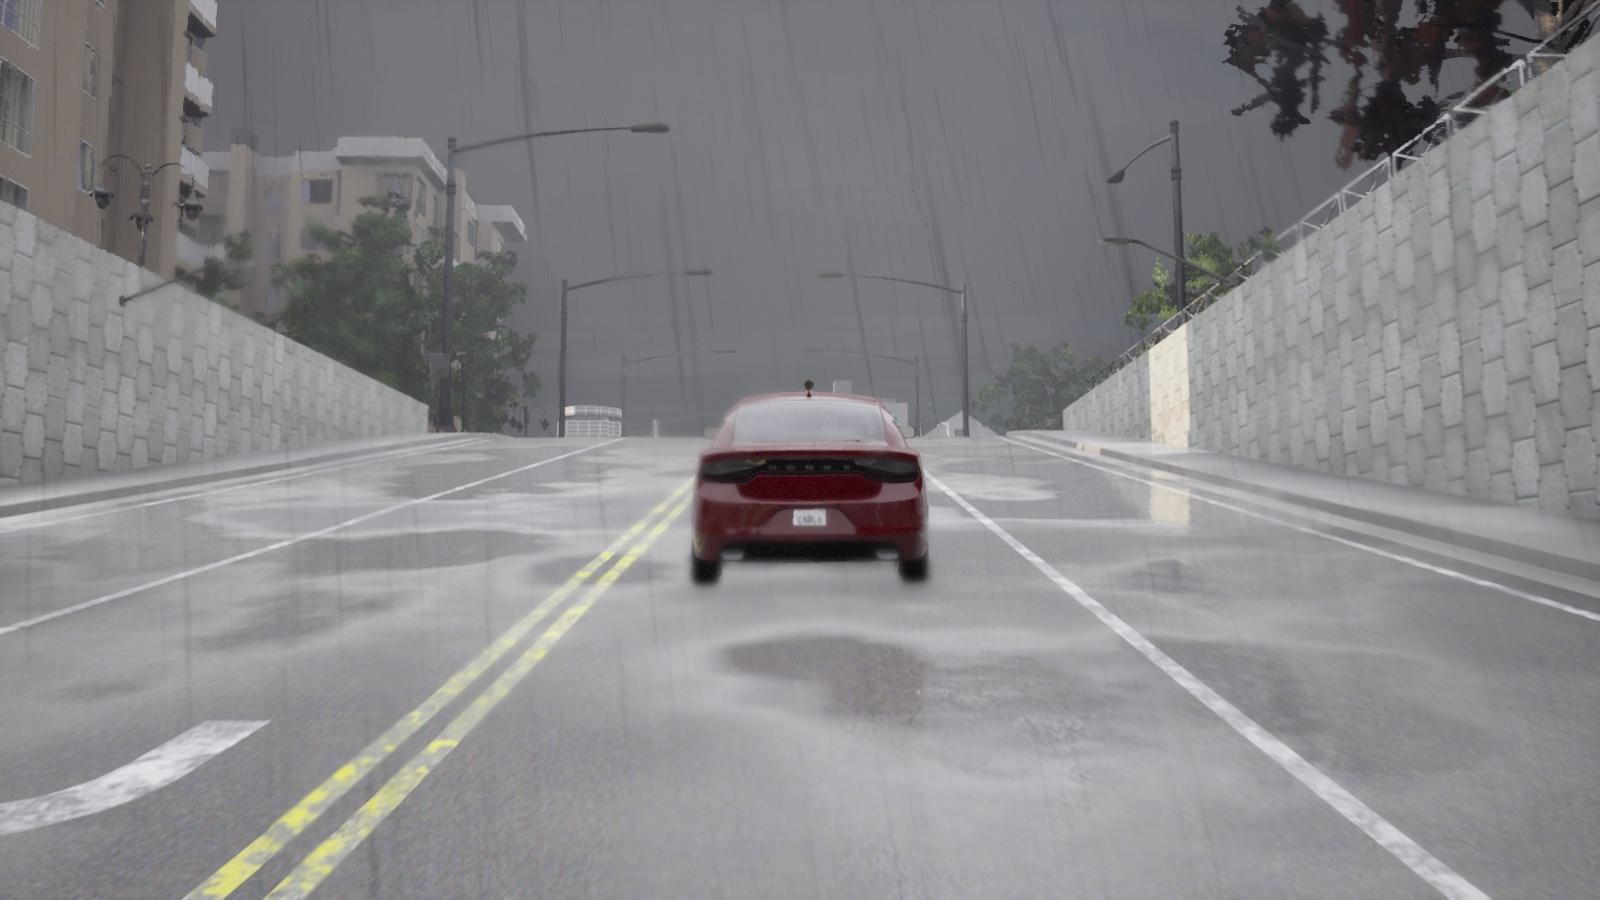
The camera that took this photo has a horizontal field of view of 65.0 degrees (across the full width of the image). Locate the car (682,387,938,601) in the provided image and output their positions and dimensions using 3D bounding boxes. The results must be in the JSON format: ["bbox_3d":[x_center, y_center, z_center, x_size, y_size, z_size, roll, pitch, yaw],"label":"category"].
[{"bbox_3d":[0.088,0.207,11.790,1.882,1.535,5.008,0,3,0],"label":"car"}]
